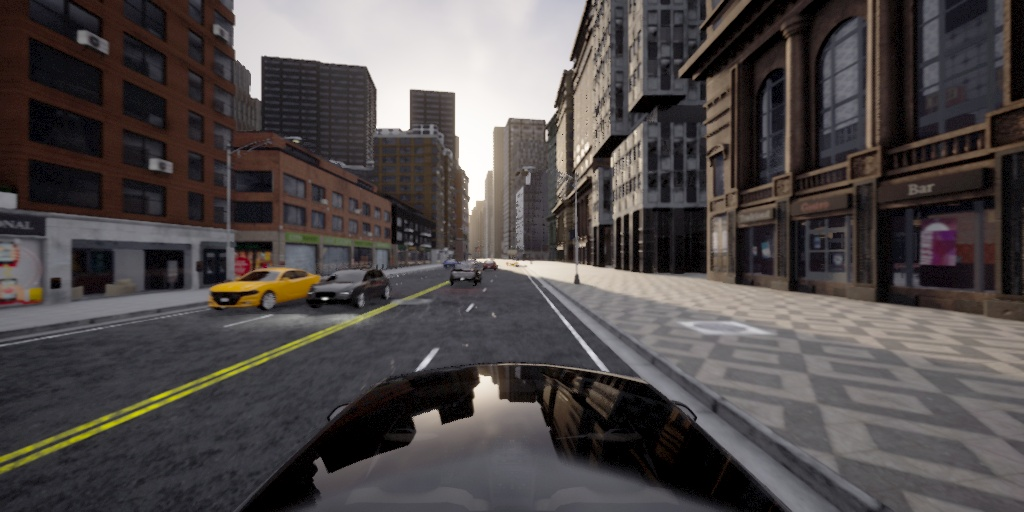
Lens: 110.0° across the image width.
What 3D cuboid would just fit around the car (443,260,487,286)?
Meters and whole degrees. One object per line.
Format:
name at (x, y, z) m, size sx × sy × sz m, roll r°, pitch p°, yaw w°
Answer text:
car at (-3.146, 1.246, 25.182) m, size 2.128 × 1.511 × 4.902 m, roll 0°, pitch 0°, yaw 0°

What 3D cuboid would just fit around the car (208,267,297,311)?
car at (-9.847, 1.229, 14.787) m, size 1.882 × 1.535 × 5.008 m, roll 0°, pitch 0°, yaw 0°

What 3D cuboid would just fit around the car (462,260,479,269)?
car at (-6.528, 1.316, 57.336) m, size 2.033 × 1.411 × 5.357 m, roll 0°, pitch 0°, yaw 1°

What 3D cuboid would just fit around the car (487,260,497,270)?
car at (-3.141, 1.292, 51.071) m, size 1.812 × 1.442 × 4.674 m, roll 0°, pitch 0°, yaw 0°

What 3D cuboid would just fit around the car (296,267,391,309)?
car at (-6.597, 1.256, 15.074) m, size 1.837 × 1.490 × 4.892 m, roll 0°, pitch 0°, yaw 0°

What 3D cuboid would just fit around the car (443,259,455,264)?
car at (-9.783, 1.247, 57.499) m, size 1.882 × 1.535 × 5.008 m, roll 0°, pitch 0°, yaw 1°
